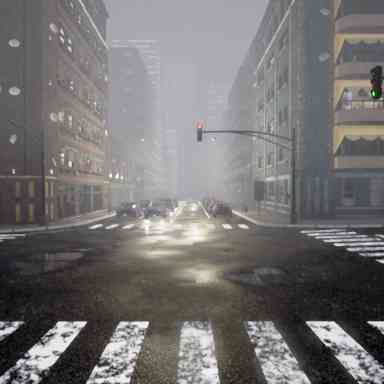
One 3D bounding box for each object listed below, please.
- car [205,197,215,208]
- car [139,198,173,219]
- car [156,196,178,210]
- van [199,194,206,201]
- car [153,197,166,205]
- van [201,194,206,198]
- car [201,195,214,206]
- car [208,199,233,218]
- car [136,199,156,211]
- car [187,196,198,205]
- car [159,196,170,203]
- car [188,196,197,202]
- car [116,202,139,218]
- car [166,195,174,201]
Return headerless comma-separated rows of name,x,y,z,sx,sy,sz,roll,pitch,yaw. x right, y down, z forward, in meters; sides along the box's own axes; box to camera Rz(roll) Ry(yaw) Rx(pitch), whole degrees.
car,2.707,1.570,35.800,1.947,1.339,4.313,0,0,0
car,-3.082,1.549,29.800,2.033,1.411,5.357,0,0,0
car,-3.072,1.510,39.918,1.837,1.490,4.892,0,0,0
van,2.736,1.377,85.512,1.690,1.788,3.998,-1,0,0
car,-5.660,1.560,57.912,1.887,1.381,4.507,0,0,0
van,2.716,1.353,52.370,1.690,1.788,3.998,0,0,0
car,2.714,1.553,46.847,1.887,1.381,4.507,0,0,0
car,2.704,1.584,30.277,1.802,1.307,4.206,0,0,0
car,-5.670,1.572,41.341,1.947,1.339,4.313,0,0,0
car,0.038,1.542,59.734,1.812,1.442,4.674,0,0,0
car,-5.653,1.604,68.959,1.802,1.307,4.206,0,0,0
car,0.045,1.450,69.770,1.895,1.301,4.718,0,0,0
car,-5.677,1.568,30.294,1.947,1.339,4.313,0,0,0
car,-5.643,1.561,85.359,1.752,1.417,4.829,0,0,0
